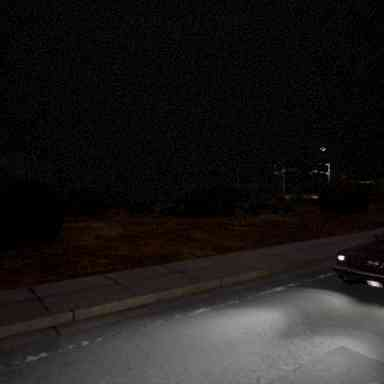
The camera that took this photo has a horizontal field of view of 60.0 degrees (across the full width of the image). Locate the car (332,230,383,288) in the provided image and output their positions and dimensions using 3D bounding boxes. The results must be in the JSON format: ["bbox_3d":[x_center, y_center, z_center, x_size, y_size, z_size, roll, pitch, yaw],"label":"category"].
[{"bbox_3d":[5.404,1.457,7.886,4.718,1.301,1.895,-2,1,-36],"label":"car"}]
